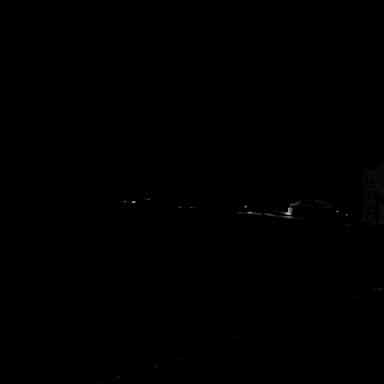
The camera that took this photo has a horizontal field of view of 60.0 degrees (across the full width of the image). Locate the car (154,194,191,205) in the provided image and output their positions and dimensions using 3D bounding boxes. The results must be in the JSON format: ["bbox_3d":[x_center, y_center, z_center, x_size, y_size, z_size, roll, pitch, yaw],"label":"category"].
[{"bbox_3d":[-2.307,0.968,42.029,2.033,1.411,5.357,1,1,-35],"label":"car"}]

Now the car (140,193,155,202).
[{"bbox_3d":[-6.746,0.818,53.517,1.994,1.385,4.181,1,1,-34],"label":"car"}]

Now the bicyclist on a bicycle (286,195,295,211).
[{"bbox_3d":[10.265,1.137,34.393,1.656,1.620,0.582,0,1,-35],"label":"bicyclist on a bicycle"}]

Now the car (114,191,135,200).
[{"bbox_3d":[-11.223,0.560,55.055,2.097,1.767,4.553,1,1,-35],"label":"car"}]

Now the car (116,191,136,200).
[{"bbox_3d":[-12.266,0.625,61.393,1.812,1.442,4.674,1,1,-35],"label":"car"}]

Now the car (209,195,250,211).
[{"bbox_3d":[3.670,1.084,33.421,2.128,1.511,4.902,1,1,-35],"label":"car"}]

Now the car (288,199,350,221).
[{"bbox_3d":[9.458,1.284,25.087,1.812,1.442,4.674,1,1,-35],"label":"car"}]
